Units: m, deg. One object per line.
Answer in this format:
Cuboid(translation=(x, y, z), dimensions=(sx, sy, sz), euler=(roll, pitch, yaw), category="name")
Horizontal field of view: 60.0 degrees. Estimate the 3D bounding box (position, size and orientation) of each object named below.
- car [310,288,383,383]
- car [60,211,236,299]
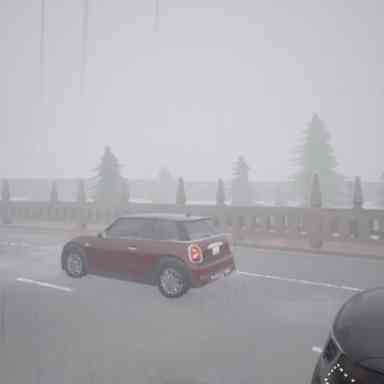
Cuboid(translation=(3.430, 1.218, 1.418), dimensions=(5.566, 2.045, 2.150), euler=(0, 0, 35), category="car")
Cuboid(translation=(-1.270, 1.330, 8.573), dimensions=(4.553, 1.767, 2.097), euler=(0, 0, 32), category="car")
